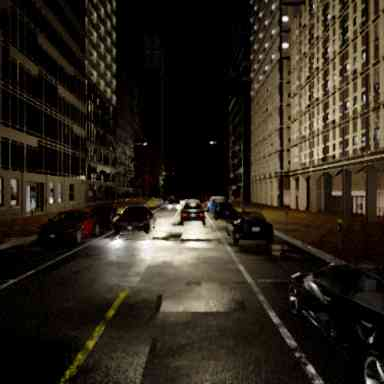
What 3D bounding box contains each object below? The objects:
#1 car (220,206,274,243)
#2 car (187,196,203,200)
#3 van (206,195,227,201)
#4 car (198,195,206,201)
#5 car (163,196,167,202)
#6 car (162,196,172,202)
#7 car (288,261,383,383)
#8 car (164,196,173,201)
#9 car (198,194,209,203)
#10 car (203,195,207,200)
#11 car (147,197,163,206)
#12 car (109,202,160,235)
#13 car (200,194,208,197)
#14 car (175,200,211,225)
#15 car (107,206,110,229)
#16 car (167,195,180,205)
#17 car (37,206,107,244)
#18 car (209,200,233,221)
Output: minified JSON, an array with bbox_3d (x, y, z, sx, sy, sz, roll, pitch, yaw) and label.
[{"bbox_3d":[2.656,1.586,15.899,1.947,1.339,4.313,0,0,0],"label":"car"},{"bbox_3d":[0.006,1.588,41.386,2.033,1.411,5.357,0,0,0],"label":"car"},{"bbox_3d":[2.619,1.377,32.977,1.690,1.788,3.998,0,0,0],"label":"van"},{"bbox_3d":[2.506,1.569,84.375,1.752,1.417,4.829,0,0,0],"label":"car"},{"bbox_3d":[-5.812,1.595,55.737,2.008,1.369,4.403,0,0,0],"label":"car"},{"bbox_3d":[-5.862,1.595,78.507,2.008,1.369,4.403,0,0,0],"label":"car"},{"bbox_3d":[2.681,1.572,4.514,1.947,1.339,4.313,0,0,0],"label":"car"},{"bbox_3d":[-5.875,1.609,84.199,1.947,1.339,4.313,0,0,0],"label":"car"},{"bbox_3d":[2.532,1.361,72.821,2.192,1.841,5.009,0,0,0],"label":"car"},{"bbox_3d":[2.607,1.479,38.668,1.967,1.590,4.097,0,0,0],"label":"car"},{"bbox_3d":[-5.799,1.568,49.874,1.752,1.417,4.829,0,0,0],"label":"car"},{"bbox_3d":[-3.143,1.549,19.109,1.812,1.442,4.674,0,0,0],"label":"car"},{"bbox_3d":[2.558,1.361,61.436,2.192,1.841,5.009,0,0,0],"label":"car"},{"bbox_3d":[0.045,1.576,24.438,2.033,1.411,5.357,0,0,0],"label":"car"},{"bbox_3d":[-5.737,1.591,21.581,1.947,1.339,4.313,0,0,0],"label":"car"},{"bbox_3d":[-3.171,1.646,60.253,1.895,1.301,4.718,0,0,1],"label":"car"},{"bbox_3d":[-5.724,1.564,15.888,1.887,1.381,4.507,0,0,0],"label":"car"},{"bbox_3d":[2.631,1.597,27.283,1.947,1.339,4.313,0,0,0],"label":"car"}]
